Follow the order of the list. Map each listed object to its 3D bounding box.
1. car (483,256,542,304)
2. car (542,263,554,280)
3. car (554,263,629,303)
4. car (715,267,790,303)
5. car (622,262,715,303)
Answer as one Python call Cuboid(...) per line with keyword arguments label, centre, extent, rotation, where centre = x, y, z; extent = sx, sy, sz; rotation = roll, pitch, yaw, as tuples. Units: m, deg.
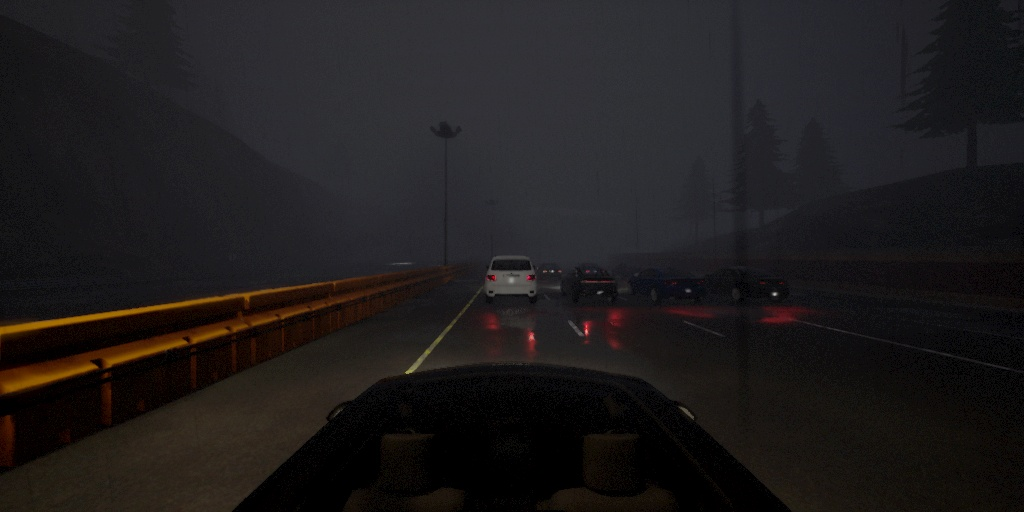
Cuboid(label="car", centre=(-0.054, 1.005, 16.596), extent=(2.150, 2.045, 5.566), rotation=(0, 0, -1))
Cuboid(label="car", centre=(3.256, 1.311, 31.609), extent=(2.033, 1.411, 5.357), rotation=(0, 0, -1))
Cuboid(label="car", centre=(3.446, 1.242, 16.610), extent=(2.128, 1.511, 4.902), rotation=(0, 0, -1))
Cuboid(label="car", centre=(10.446, 1.264, 16.699), extent=(1.837, 1.490, 4.892), rotation=(0, 0, -1))
Cuboid(label="car", centre=(6.946, 1.232, 16.655), extent=(1.882, 1.535, 5.008), rotation=(0, 0, -1))
